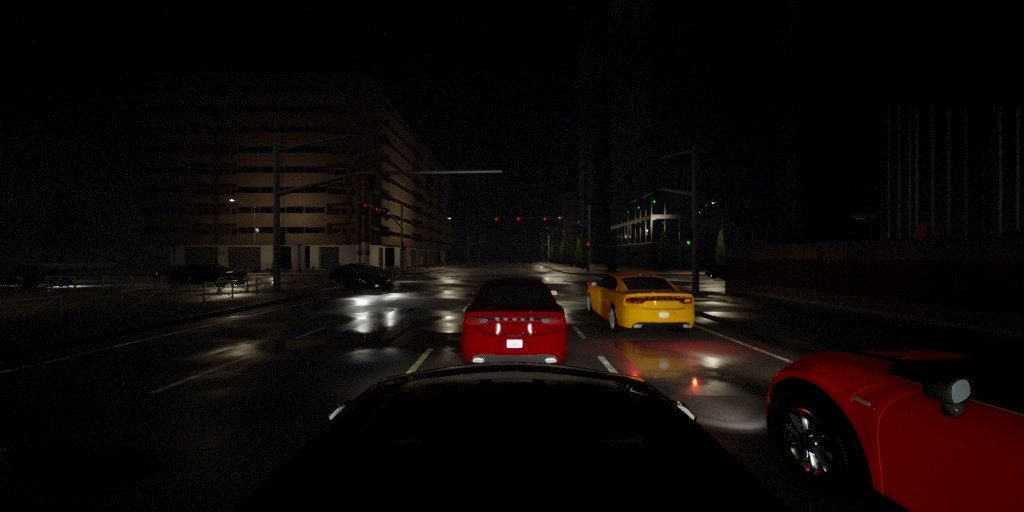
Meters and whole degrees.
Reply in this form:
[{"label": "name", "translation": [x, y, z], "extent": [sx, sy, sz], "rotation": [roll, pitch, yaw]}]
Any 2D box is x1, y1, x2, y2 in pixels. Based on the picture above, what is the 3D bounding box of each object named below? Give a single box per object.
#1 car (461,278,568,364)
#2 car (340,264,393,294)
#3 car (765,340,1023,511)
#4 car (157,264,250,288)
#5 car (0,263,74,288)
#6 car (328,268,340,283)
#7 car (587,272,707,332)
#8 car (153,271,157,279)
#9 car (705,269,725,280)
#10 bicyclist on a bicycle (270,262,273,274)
[{"label": "car", "translation": [0.061, 1.228, 8.105], "extent": [1.882, 1.535, 5.008], "rotation": [0, 0, 0]}, {"label": "car", "translation": [-8.314, 1.291, 20.561], "extent": [1.812, 1.442, 4.674], "rotation": [2, -1, -34]}, {"label": "car", "translation": [3.600, 1.102, 1.733], "extent": [2.097, 1.767, 4.553], "rotation": [0, 0, 0]}, {"label": "car", "translation": [-20.386, 1.311, 24.142], "extent": [4.892, 1.490, 1.837], "rotation": [0, 0, 0]}, {"label": "car", "translation": [-32.426, 1.370, 24.193], "extent": [4.181, 1.385, 1.994], "rotation": [0, 0, 0]}, {"label": "car", "translation": [-11.729, 1.314, 27.995], "extent": [4.674, 1.442, 1.812], "rotation": [0, 0, -7]}, {"label": "car", "translation": [3.580, 1.228, 10.879], "extent": [1.882, 1.535, 5.008], "rotation": [0, 0, 0]}, {"label": "car", "translation": [-24.276, 1.353, 27.655], "extent": [5.357, 1.411, 2.033], "rotation": [0, 0, 0]}, {"label": "car", "translation": [19.530, 1.406, 31.180], "extent": [4.718, 1.301, 1.895], "rotation": [0, 0, 0]}, {"label": "bicyclist on a bicycle", "translation": [-25.527, 1.106, 38.644], "extent": [0.582, 1.620, 1.656], "rotation": [0, 0, 0]}]
